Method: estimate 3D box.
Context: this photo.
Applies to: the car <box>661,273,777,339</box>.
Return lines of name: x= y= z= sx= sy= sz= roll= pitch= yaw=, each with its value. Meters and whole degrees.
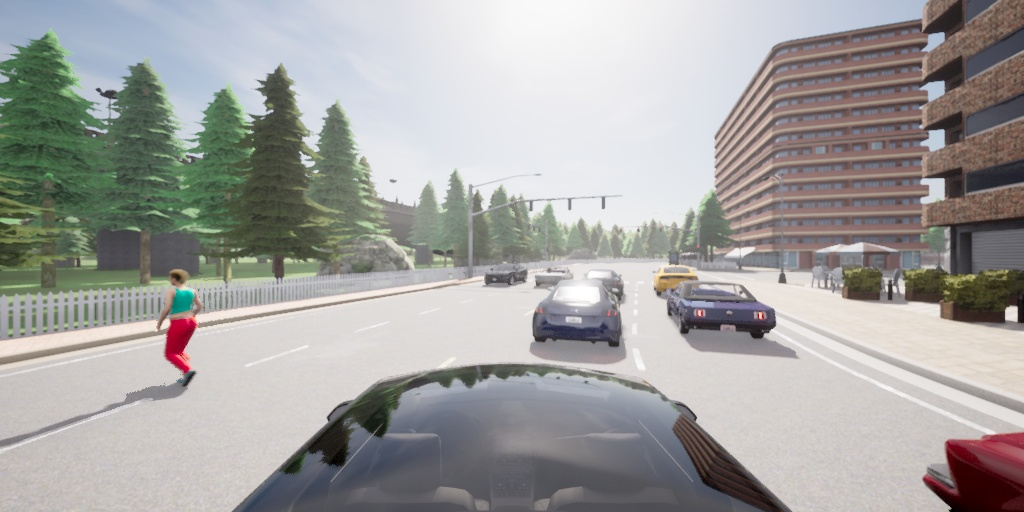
car: x=5.576 y=1.349 z=10.235 sx=1.895 sy=1.301 sz=4.718 roll=0 pitch=0 yaw=18

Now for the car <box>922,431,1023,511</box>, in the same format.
car: x=3.718 y=1.351 z=0.188 sx=1.895 sy=1.301 sz=4.718 roll=0 pitch=0 yaw=-2

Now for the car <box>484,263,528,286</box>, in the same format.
car: x=-0.324 y=1.258 z=25.706 sx=1.882 sy=1.535 sz=5.008 roll=0 pitch=0 yaw=19

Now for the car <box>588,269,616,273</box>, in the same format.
car: x=4.381 y=1.311 z=17.482 sx=1.994 sy=1.385 sz=4.181 roll=0 pitch=0 yaw=19

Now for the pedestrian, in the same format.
pedestrian: x=-5.131 y=1.043 z=5.539 sx=0.375 sy=1.860 sz=0.375 roll=0 pitch=0 yaw=9

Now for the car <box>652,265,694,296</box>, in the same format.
car: x=8.603 y=1.224 z=19.074 sx=1.882 sy=1.535 sz=5.008 roll=0 pitch=0 yaw=19

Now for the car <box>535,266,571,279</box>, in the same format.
car: x=2.967 y=1.377 z=24.515 sx=1.895 sy=1.301 sz=4.718 roll=0 pitch=0 yaw=19

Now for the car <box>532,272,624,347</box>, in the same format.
car: x=1.836 y=1.312 z=9.477 sx=1.994 sy=1.385 sz=4.181 roll=0 pitch=0 yaw=16
